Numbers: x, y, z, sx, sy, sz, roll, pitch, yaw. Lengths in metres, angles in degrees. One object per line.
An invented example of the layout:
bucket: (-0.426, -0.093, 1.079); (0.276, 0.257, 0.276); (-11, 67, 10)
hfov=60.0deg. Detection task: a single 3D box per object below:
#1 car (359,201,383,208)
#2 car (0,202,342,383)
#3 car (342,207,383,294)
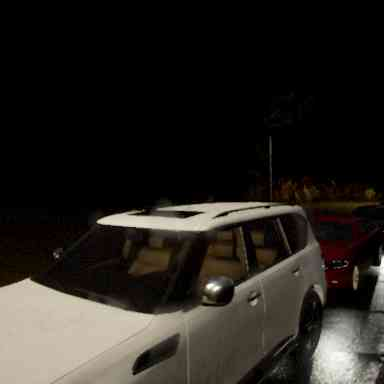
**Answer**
car: (7.572, 1.331, 13.797); (1.837, 1.490, 4.892); (-1, 0, 38)
car: (-0.172, 1.204, 3.853); (2.150, 2.045, 5.566); (0, 0, 38)
car: (3.729, 1.381, 8.869); (1.882, 1.535, 5.008); (-1, 0, 38)
